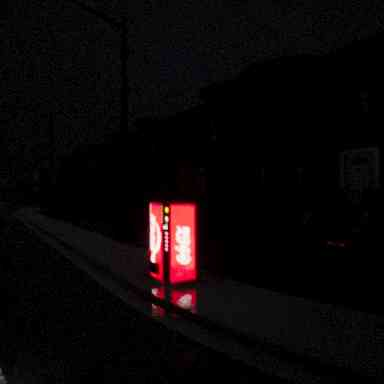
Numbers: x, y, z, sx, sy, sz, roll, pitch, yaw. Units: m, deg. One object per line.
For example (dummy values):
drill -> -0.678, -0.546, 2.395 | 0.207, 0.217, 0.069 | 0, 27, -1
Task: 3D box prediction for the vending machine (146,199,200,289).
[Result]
vending machine -> -0.500, 1.249, 8.544 | 1.100, 2.100, 0.880 | 0, 0, -32
